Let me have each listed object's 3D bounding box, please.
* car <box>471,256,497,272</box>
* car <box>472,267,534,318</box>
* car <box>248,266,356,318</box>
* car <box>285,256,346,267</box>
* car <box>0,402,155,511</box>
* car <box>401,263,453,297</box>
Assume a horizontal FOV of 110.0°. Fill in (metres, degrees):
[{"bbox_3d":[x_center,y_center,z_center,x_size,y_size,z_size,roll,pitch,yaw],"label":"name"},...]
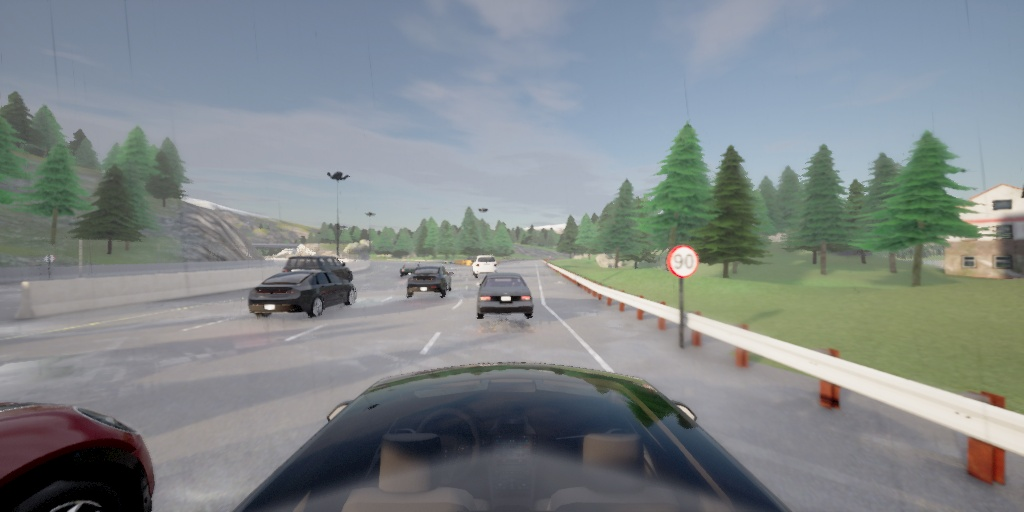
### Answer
[{"bbox_3d":[-2.688,0.987,34.881,2.150,2.045,5.566,0,0,-9],"label":"car"},{"bbox_3d":[-0.327,1.302,13.056,2.033,1.411,5.357,0,0,-3],"label":"car"},{"bbox_3d":[-7.342,1.274,13.083,1.837,1.490,4.892,0,0,-3],"label":"car"},{"bbox_3d":[-11.512,1.001,21.531,2.150,2.045,5.566,0,0,-6],"label":"car"},{"bbox_3d":[-3.486,1.109,0.514,2.097,1.767,4.553,0,0,0],"label":"car"},{"bbox_3d":[-4.265,1.269,18.941,1.837,1.490,4.892,0,0,-5],"label":"car"}]
